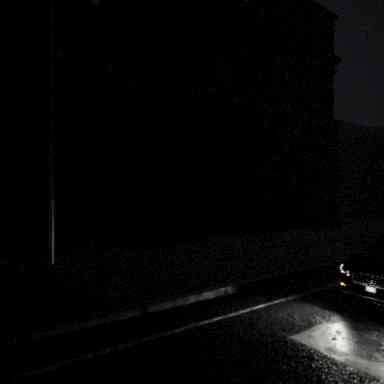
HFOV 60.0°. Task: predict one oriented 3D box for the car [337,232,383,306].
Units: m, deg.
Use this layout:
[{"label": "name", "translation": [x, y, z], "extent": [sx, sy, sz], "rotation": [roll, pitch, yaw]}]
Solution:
[{"label": "car", "translation": [5.188, 1.497, 7.395], "extent": [4.892, 1.490, 1.837], "rotation": [0, 0, -36]}]
